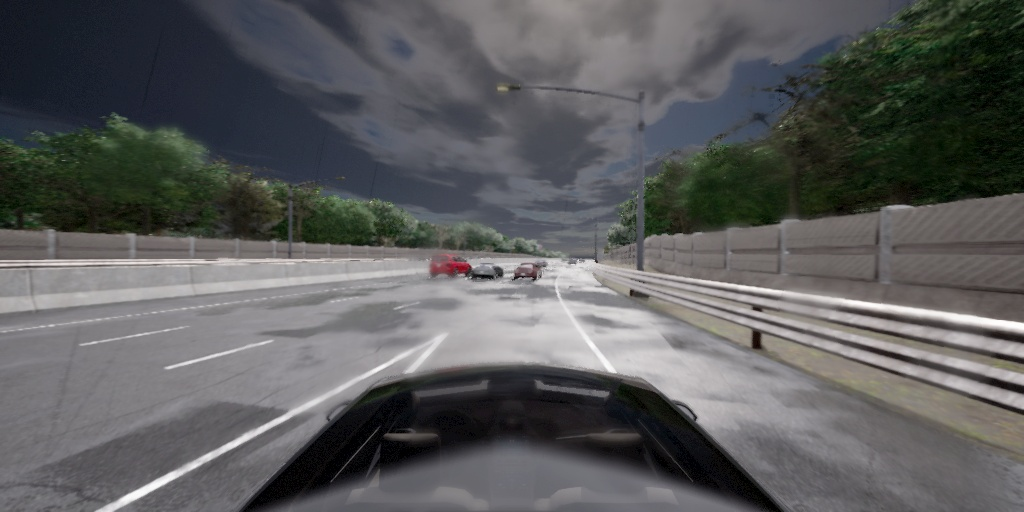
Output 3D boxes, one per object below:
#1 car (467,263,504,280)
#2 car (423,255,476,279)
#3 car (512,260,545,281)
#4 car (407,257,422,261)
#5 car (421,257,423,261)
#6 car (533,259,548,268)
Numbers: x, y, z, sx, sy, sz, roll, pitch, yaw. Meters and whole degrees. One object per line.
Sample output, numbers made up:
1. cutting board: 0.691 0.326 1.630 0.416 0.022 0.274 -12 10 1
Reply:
1. car: -2.026 1.290 31.195 1.994 1.385 4.181 1 0 13
2. car: -5.427 0.911 32.020 2.150 2.045 5.566 1 0 13
3. car: 1.380 1.288 30.398 1.812 1.442 4.674 1 0 13
4. car: -16.569 0.922 61.936 2.097 1.767 4.553 1 0 13
5. car: -13.156 1.131 61.177 1.812 1.442 4.674 1 0 13
6. car: 4.997 1.346 61.989 2.033 1.411 5.357 1 0 13
